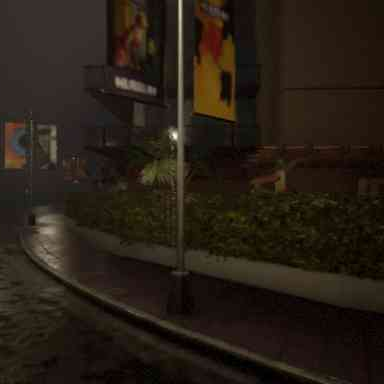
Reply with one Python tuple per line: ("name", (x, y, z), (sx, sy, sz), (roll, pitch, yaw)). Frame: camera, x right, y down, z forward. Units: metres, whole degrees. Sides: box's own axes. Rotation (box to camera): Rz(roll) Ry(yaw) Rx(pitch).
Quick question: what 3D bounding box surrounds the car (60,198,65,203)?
("car", (-25.458, 1.522, 69.403), (1.882, 1.535, 5.008), (0, 0, 3))
